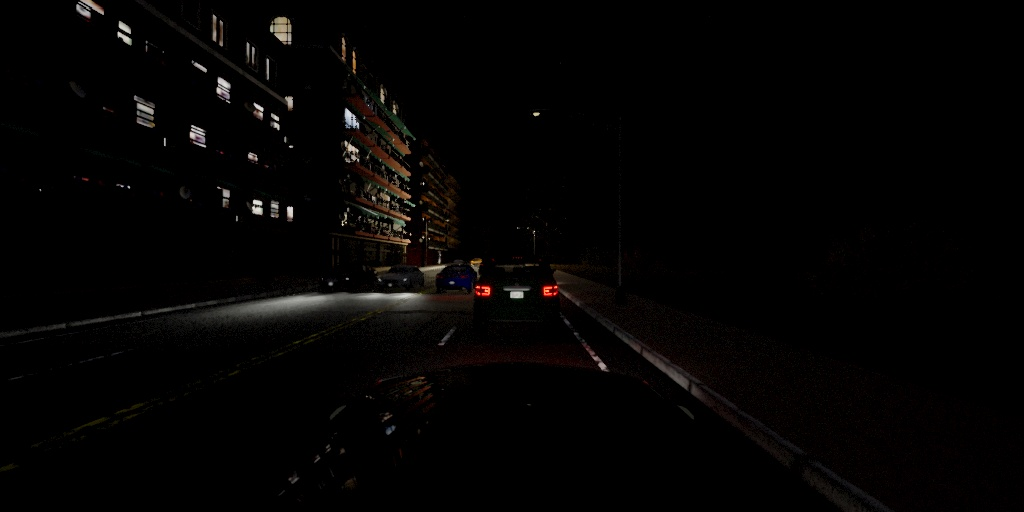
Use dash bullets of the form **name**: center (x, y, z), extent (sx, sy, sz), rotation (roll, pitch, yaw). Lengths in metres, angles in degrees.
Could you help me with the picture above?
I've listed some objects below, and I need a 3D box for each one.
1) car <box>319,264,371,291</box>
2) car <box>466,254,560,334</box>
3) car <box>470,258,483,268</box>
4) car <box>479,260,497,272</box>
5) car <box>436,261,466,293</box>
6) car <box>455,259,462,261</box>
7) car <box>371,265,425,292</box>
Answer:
- **car**: center (-9.773, 1.243, 21.796), extent (2.128, 1.511, 4.902), rotation (0, 0, 0)
- **car**: center (0.129, 0.973, 10.802), extent (2.150, 2.045, 5.566), rotation (0, 0, 0)
- **car**: center (-6.312, 1.226, 64.368), extent (1.882, 1.535, 5.008), rotation (0, 0, 1)
- **car**: center (-2.980, 1.253, 45.443), extent (1.837, 1.490, 4.892), rotation (0, -1, 0)
- **car**: center (-3.076, 1.229, 20.872), extent (1.882, 1.535, 5.008), rotation (0, 0, 0)
- **car**: center (-9.561, 1.296, 63.929), extent (2.033, 1.411, 5.357), rotation (0, 0, 1)
- **car**: center (-6.523, 1.278, 21.547), extent (1.812, 1.442, 4.674), rotation (0, 0, 0)
